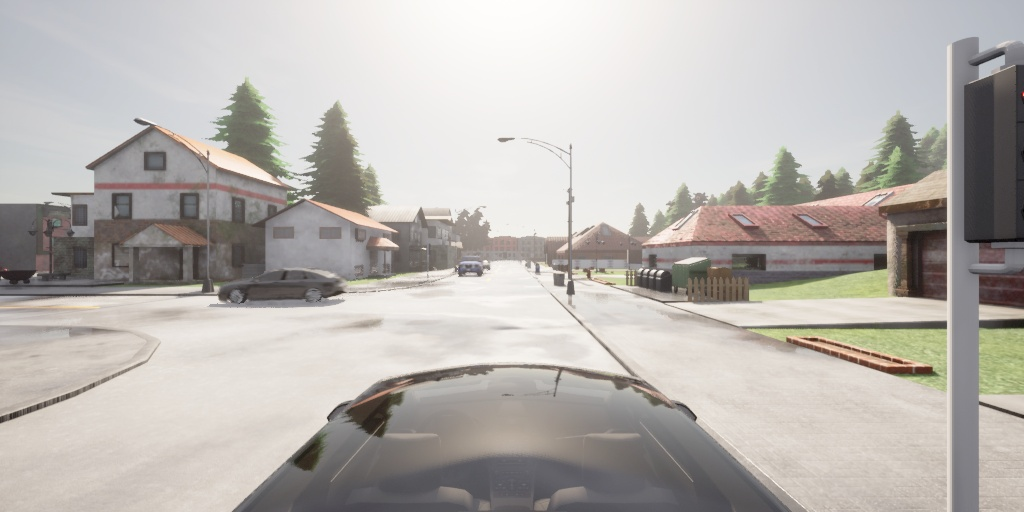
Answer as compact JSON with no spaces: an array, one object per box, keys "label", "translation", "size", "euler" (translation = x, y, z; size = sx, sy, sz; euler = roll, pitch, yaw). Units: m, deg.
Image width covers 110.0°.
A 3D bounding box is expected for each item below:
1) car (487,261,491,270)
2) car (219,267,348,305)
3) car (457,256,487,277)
[{"label":"car","translation":[-4.074,1.313,50.955],"size":[1.994,1.385,4.181],"euler":[0,0,0]},{"label":"car","translation":[-9.842,1.257,15.672],"size":[4.892,1.490,1.837],"euler":[0,4,-9]},{"label":"car","translation":[-4.094,0.975,36.150],"size":[2.150,2.045,5.566],"euler":[0,0,0]}]
